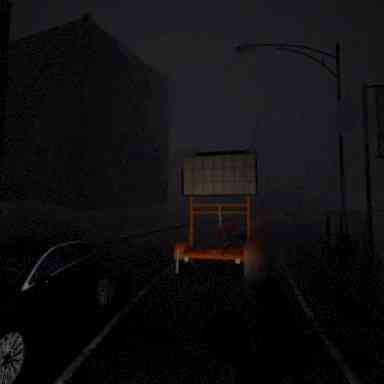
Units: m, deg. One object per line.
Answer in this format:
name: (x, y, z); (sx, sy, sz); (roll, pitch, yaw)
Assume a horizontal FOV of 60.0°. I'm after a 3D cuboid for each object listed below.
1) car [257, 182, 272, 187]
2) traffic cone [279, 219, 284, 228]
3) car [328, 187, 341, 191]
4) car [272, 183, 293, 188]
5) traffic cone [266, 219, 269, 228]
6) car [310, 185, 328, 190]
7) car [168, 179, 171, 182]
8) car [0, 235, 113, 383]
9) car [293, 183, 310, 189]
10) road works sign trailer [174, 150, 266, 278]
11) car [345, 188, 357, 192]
car: (14.222, -1.424, 71.886); (4.674, 1.452, 2.002); (2, -5, -24)
traffic cone: (6.083, 2.119, 22.577); (0.340, 0.580, 0.340); (-2, -1, 17)
car: (34.117, -0.564, 81.955); (4.674, 1.452, 2.002); (3, -6, -29)
car: (19.248, -1.264, 74.231); (5.008, 1.535, 2.097); (2, -5, -25)
traffic cone: (5.131, 2.151, 22.863); (0.340, 0.580, 0.340); (-2, -1, 16)
car: (29.276, -0.800, 79.312); (4.792, 1.488, 2.163); (3, -5, -28)
car: (-6.041, -2.222, 63.330); (4.553, 1.767, 2.185); (2, -5, -23)
car: (-2.822, 1.542, 5.377); (2.128, 1.511, 4.902); (-1, -1, 7)
car: (24.201, -1.181, 76.678); (4.553, 1.767, 2.185); (2, -5, -26)
road works sign trailer: (0.903, 0.527, 10.535); (2.380, 3.560, 2.880); (-1, -1, 17)
car: (38.814, -0.371, 84.655); (4.892, 1.521, 2.231); (3, -6, -30)
